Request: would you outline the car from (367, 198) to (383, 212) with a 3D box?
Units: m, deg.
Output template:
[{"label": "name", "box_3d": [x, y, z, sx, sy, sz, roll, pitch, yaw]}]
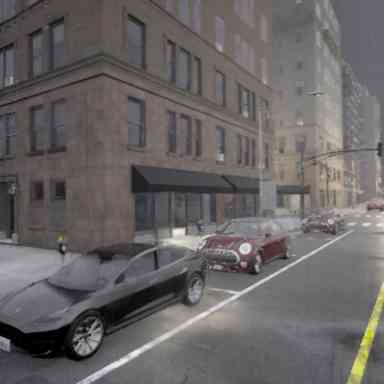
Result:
[{"label": "car", "box_3d": [26.281, 1.815, 47.527, 2.192, 1.841, 5.009, -1, -1, 34]}]

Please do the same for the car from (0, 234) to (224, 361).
[{"label": "car", "box_3d": [-1.340, 1.692, 6.322, 1.947, 1.339, 4.313, -1, -1, 34]}]

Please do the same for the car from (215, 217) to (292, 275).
[{"label": "car", "box_3d": [1.825, 1.609, 11.042, 1.967, 1.590, 4.097, -1, -1, 34]}]

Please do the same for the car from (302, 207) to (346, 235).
[{"label": "car", "box_3d": [8.160, 1.695, 20.476, 1.967, 1.590, 4.097, -1, -1, 34]}]
